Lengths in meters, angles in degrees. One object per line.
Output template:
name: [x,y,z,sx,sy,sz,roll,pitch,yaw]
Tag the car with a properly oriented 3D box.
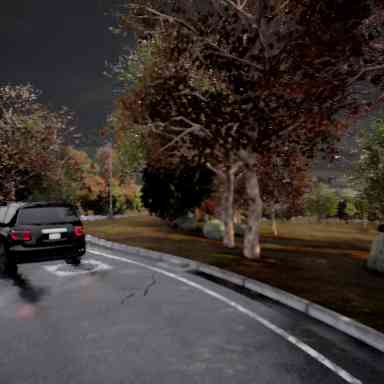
car: [-5.440,1.306,11.114,2.150,2.045,5.566,0,0,-40]
